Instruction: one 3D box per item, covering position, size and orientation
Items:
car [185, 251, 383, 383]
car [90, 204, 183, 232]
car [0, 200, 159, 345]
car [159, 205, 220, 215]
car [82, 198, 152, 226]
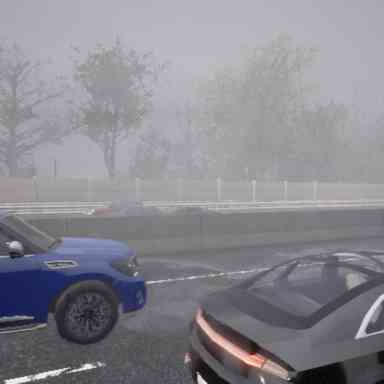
[{"bbox_3d":[2.332,1.490,3.887,4.902,1.511,2.128,0,0,-24],"label":"car"},{"bbox_3d":[-3.436,1.545,20.694,5.357,1.411,2.033,0,0,-24],"label":"car"},{"bbox_3d":[-3.545,1.220,5.106,5.566,2.045,2.150,0,0,-24],"label":"car"},{"bbox_3d":[-0.681,1.504,18.086,4.892,1.490,1.837,0,0,-24],"label":"car"},{"bbox_3d":[-5.335,1.349,23.677,4.553,1.767,2.097,0,0,-24],"label":"car"}]
